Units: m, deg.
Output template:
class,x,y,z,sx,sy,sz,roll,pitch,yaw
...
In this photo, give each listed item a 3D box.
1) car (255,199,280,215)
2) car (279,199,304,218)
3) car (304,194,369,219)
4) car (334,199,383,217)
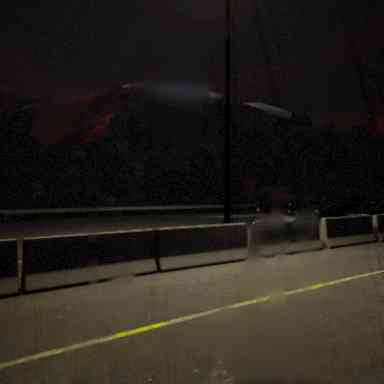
class,x,y,z,sx,sy,sz,roll,pitch,yaw
car,8.564,1.466,33.155,4.902,1.511,2.128,0,0,-27
car,10.717,1.485,30.335,4.892,1.490,1.837,0,0,-26
car,12.256,1.207,27.221,5.566,2.045,2.150,0,0,-26
car,12.826,1.482,23.558,4.902,1.511,2.128,0,0,-27
